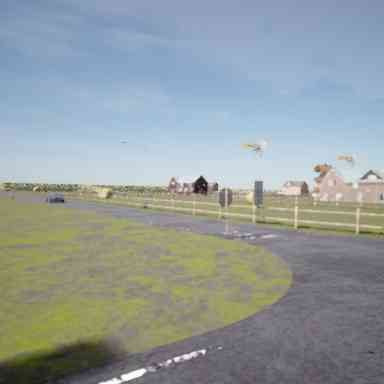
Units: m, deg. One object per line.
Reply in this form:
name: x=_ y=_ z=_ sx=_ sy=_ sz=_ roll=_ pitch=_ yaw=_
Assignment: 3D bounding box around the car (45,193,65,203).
car: x=-20.161 y=0.864 z=48.860 sx=1.994 sy=1.385 sz=4.181 roll=2 pitch=0 yaw=-36
